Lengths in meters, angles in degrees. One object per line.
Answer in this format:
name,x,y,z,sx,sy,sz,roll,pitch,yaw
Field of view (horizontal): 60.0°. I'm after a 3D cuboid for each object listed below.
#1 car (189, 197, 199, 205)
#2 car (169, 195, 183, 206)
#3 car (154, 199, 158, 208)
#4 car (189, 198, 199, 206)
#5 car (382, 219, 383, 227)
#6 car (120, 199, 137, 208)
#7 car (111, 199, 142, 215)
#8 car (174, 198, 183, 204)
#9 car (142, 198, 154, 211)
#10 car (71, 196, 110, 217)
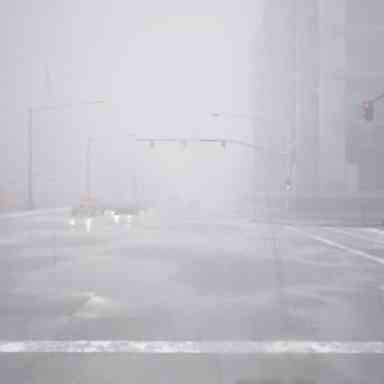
car,0.510,1.993,74.700,2.128,1.511,4.902,0,0,1
car,-3.161,1.626,64.411,2.150,2.045,5.566,0,0,1
car,-6.871,1.845,56.206,2.128,1.511,4.902,0,0,1
car,0.433,1.931,64.527,1.812,1.442,4.674,0,0,1
car,13.957,1.691,20.230,4.181,1.385,1.994,0,0,0
car,-10.412,1.868,54.529,1.812,1.442,4.674,0,0,1
car,-7.195,1.795,36.792,1.994,1.385,4.181,0,0,1
car,-2.987,1.982,75.051,1.895,1.301,4.718,0,0,1
car,-7.044,1.837,46.034,2.033,1.411,5.357,0,0,2
car,-10.725,1.441,34.855,2.150,2.045,5.566,0,0,1
